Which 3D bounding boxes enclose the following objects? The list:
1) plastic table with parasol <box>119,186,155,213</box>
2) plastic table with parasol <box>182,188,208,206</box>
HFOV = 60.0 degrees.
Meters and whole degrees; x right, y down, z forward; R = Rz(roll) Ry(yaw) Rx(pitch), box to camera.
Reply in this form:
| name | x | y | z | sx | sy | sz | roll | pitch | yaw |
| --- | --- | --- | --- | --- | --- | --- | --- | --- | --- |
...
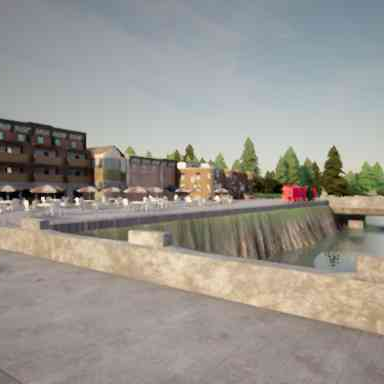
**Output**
| name | x | y | z | sx | sy | sz | roll | pitch | yaw |
| --- | --- | --- | --- | --- | --- | --- | --- | --- | --- |
| plastic table with parasol | -5.395 | 0.686 | 32.737 | 2.482 | 2.480 | 2.482 | 1 | 0 | 36 |
| plastic table with parasol | 0.443 | 0.656 | 45.769 | 2.482 | 2.480 | 2.482 | 1 | 0 | 36 |
